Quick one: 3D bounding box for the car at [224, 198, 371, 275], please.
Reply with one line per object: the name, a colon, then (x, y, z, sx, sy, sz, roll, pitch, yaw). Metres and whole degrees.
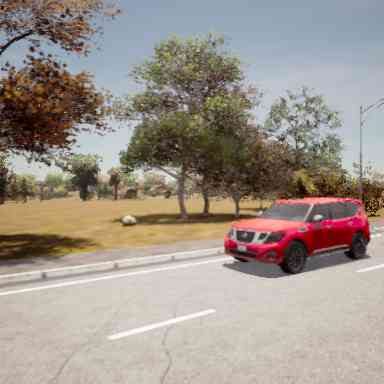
car: (3.637, 1.223, 10.890, 5.566, 2.045, 2.150, 0, 0, -36)
